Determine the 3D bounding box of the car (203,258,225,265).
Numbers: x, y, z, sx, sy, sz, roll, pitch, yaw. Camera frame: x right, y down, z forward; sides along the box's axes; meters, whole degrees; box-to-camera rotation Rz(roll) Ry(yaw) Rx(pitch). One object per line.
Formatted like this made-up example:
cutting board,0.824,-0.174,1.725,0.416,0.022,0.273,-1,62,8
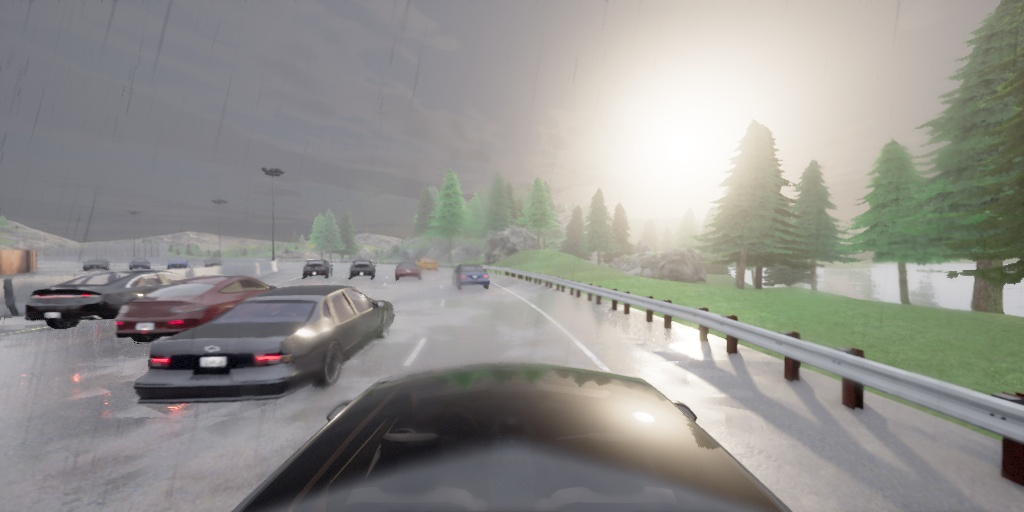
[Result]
car,-39.892,0.987,47.974,1.837,1.490,4.892,0,0,-42

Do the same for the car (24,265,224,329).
car,-11.264,1.187,10.981,2.128,1.511,4.902,0,0,-7

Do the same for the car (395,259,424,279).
car,-8.646,1.151,29.646,1.994,1.385,4.181,0,0,-18

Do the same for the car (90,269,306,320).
car,-7.573,1.230,9.451,1.812,1.442,4.674,0,0,-6

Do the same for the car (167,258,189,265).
car,-42.331,0.972,45.466,1.882,1.535,5.008,0,0,-42

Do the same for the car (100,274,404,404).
car,-3.705,1.268,6.693,2.033,1.411,5.357,0,0,-5

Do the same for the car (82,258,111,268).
car,-48.772,1.024,42.184,1.837,1.490,4.892,0,0,-44

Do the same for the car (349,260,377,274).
car,-12.428,1.090,29.853,1.837,1.490,4.892,0,0,-20

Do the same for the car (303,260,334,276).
car,-16.290,1.088,30.160,1.837,1.490,4.892,0,0,-22

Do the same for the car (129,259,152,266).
car,-46.378,1.046,44.748,2.033,1.411,5.357,0,0,-45

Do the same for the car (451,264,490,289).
car,-2.604,1.180,21.871,2.033,1.411,5.357,0,0,-14

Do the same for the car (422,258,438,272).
car,-10.062,0.994,41.692,1.882,1.535,5.008,0,0,-26
